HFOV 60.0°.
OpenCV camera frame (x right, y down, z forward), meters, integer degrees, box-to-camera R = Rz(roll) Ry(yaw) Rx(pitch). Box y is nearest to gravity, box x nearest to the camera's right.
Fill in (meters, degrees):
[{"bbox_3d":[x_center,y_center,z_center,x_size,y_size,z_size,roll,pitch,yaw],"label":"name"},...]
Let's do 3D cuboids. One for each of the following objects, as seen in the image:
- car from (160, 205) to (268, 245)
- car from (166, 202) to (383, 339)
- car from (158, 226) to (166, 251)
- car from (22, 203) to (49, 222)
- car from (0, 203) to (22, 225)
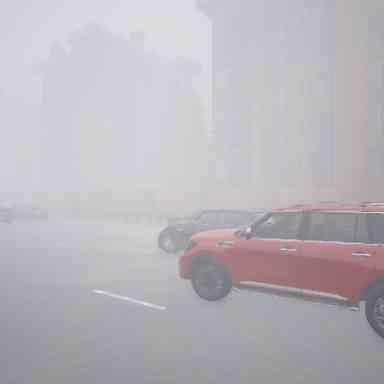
[{"bbox_3d":[0.963,1.477,16.196,5.008,1.535,1.882,0,0,35],"label":"car"},{"bbox_3d":[2.375,1.220,6.595,5.566,2.045,2.150,0,0,35],"label":"car"},{"bbox_3d":[0.954,1.353,11.905,4.553,1.767,2.097,0,0,35],"label":"car"},{"bbox_3d":[-13.237,1.564,26.308,4.181,1.385,1.994,0,0,35],"label":"car"},{"bbox_3d":[-13.995,1.492,22.552,4.902,1.511,2.128,0,0,35],"label":"car"}]
